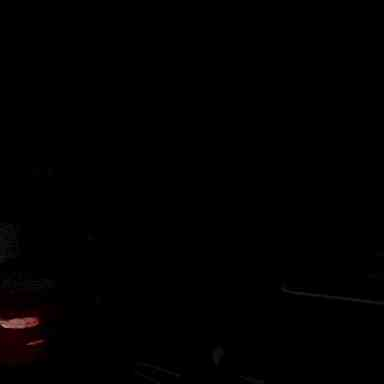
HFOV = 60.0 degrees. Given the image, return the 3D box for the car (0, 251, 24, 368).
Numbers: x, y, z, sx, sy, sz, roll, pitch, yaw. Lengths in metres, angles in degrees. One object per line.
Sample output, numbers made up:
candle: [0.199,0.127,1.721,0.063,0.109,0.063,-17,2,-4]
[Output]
car: [-3.150,1.637,5.332,4.206,1.307,1.802,-1,0,36]

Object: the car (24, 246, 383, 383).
car: [1.343,1.315,2.124,5.009,1.841,2.192,-1,0,36]
